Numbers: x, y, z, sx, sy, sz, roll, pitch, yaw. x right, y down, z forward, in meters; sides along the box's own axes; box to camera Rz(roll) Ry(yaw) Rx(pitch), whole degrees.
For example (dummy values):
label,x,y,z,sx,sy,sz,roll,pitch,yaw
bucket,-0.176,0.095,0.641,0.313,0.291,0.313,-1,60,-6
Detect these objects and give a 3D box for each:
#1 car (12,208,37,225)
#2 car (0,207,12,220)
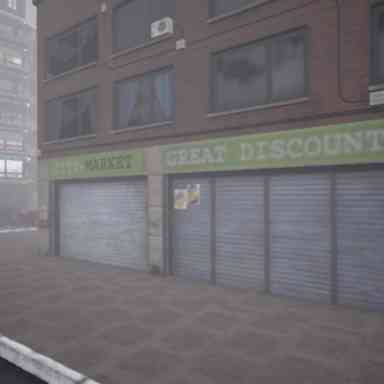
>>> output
label,x,y,z,sx,sy,sz,roll,pitch,yaw
car,-12.555,2.080,28.624,1.887,1.381,4.507,-2,-2,35
car,-19.376,2.196,33.433,1.802,1.307,4.206,-2,-2,35
